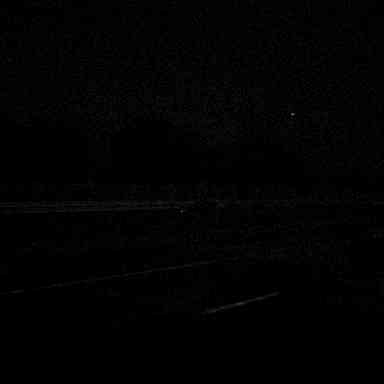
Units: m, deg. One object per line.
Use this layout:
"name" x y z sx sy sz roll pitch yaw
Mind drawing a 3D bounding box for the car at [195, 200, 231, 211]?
"car" 2.875 1.549 27.543 4.674 1.442 1.812 0 0 -35

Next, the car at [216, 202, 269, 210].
"car" 4.374 1.623 24.314 4.718 1.301 1.895 0 0 -35

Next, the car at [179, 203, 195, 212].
"car" 1.072 1.528 30.556 4.892 1.490 1.837 0 0 -35
